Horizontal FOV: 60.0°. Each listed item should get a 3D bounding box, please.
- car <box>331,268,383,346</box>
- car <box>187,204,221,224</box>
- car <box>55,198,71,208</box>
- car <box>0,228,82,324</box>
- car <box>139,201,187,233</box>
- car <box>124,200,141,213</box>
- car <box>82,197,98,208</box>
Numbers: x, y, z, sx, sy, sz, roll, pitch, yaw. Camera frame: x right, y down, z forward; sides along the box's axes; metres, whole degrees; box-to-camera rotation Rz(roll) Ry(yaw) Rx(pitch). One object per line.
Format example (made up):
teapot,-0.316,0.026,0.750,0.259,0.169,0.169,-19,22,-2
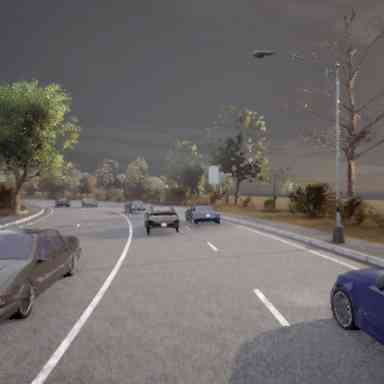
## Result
car,3.388,1.518,3.898,1.812,1.442,4.674,0,0,-2
car,0.701,1.586,24.755,1.994,1.385,4.181,0,0,-12
car,-19.200,1.622,49.365,2.033,1.411,5.357,0,0,-26
car,-3.970,1.566,7.545,2.033,1.411,5.357,0,0,-4
car,-1.893,1.514,19.906,2.128,1.511,4.902,0,0,-10
car,-6.497,1.598,37.738,2.033,1.411,5.357,0,0,-19
car,-14.893,1.579,48.457,1.837,1.490,4.892,0,-1,-25
